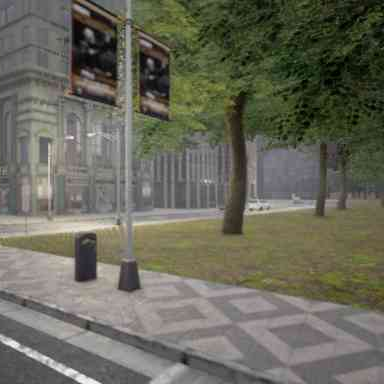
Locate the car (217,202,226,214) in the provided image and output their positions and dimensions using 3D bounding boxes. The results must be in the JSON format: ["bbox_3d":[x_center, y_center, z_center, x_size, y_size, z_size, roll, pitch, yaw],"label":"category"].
[{"bbox_3d":[6.013,2.491,49.703,1.837,1.490,4.892,0,-1,36],"label":"car"}]

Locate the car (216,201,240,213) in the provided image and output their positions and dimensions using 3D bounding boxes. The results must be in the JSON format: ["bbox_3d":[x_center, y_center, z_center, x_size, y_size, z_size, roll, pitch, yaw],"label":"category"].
[{"bbox_3d":[6.033,2.406,55.154,2.097,1.767,4.553,0,-1,34],"label":"car"}]

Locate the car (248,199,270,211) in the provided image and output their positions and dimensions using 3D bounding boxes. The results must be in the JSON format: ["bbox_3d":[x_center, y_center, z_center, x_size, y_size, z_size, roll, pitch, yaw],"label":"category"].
[{"bbox_3d":[11.777,2.327,58.296,2.150,2.045,5.566,0,-1,34],"label":"car"}]
